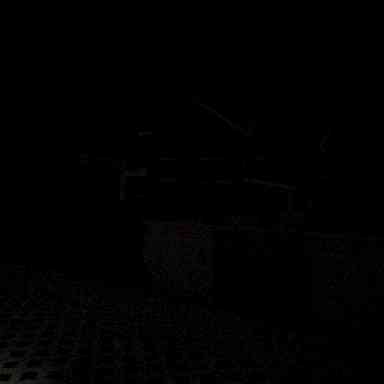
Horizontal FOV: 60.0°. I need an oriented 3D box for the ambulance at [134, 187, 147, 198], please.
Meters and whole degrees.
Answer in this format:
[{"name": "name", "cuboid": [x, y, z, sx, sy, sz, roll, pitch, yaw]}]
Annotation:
[{"name": "ambulance", "cuboid": [-6.258, 0.472, 49.350, 2.351, 2.431, 6.366, 3, 2, 35]}]
